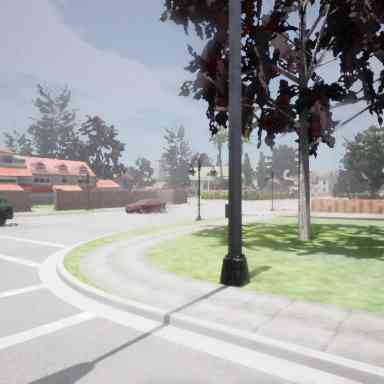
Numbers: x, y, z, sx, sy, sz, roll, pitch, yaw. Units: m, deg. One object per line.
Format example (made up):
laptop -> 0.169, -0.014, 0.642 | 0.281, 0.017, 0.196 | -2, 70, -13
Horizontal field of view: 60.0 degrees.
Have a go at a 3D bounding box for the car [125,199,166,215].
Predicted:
car -> -4.725, 1.477, 34.383 | 1.882, 1.535, 5.008 | 0, 0, 34

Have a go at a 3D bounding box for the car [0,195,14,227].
car -> -14.004, 1.226, 20.517 | 2.150, 2.045, 5.566 | 0, 0, 33
